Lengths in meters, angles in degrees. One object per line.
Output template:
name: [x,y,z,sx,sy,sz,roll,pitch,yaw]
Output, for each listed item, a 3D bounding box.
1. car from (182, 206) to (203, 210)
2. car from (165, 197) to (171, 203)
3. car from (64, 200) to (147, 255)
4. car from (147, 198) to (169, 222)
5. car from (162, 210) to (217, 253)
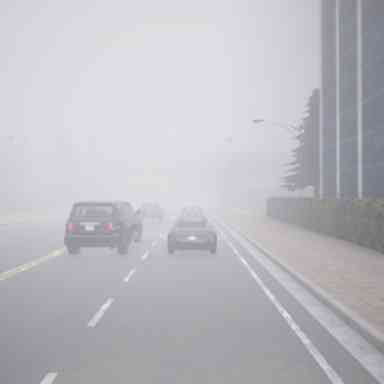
car: [0.023,1.877,29.114,1.895,1.301,4.718,0,-1,0]
car: [-6.940,2.224,91.883,2.097,1.767,4.553,0,-1,0]
car: [-3.490,1.350,14.040,2.150,2.045,5.566,0,0,0]
car: [-3.477,1.626,29.096,2.097,1.767,4.553,0,-1,0]
car: [0.013,1.700,14.292,1.994,1.385,4.181,0,-1,0]
